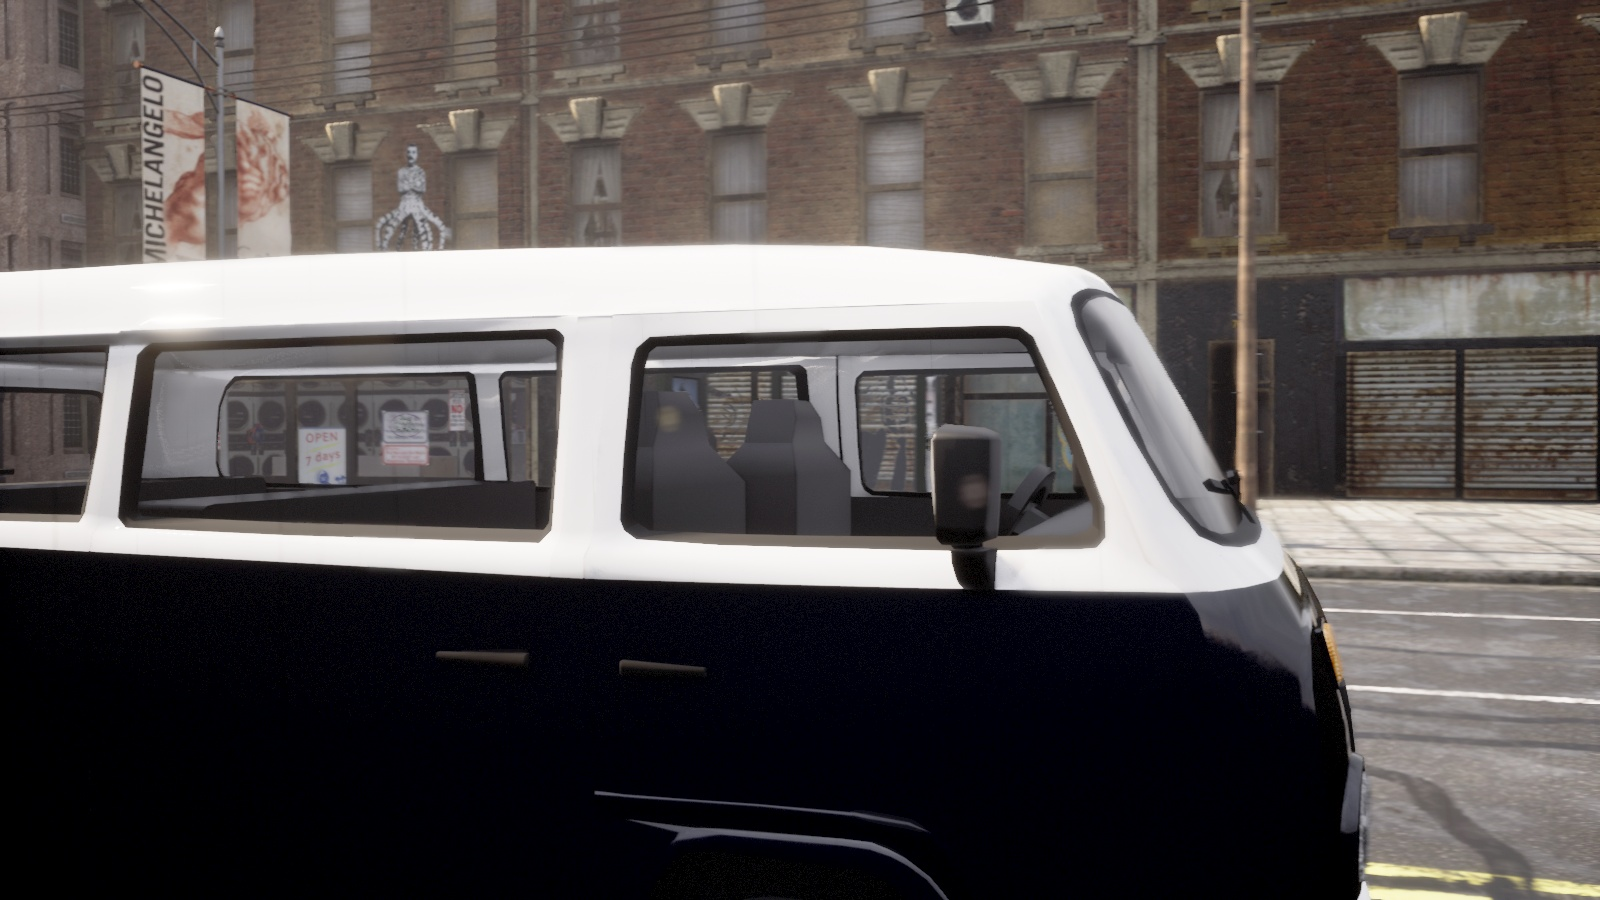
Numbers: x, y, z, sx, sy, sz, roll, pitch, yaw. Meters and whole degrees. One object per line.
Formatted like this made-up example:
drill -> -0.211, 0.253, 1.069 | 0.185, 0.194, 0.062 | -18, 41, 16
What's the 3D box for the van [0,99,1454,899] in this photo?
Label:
van -> -0.869, 0.492, 3.484 | 4.480, 2.038, 2.069 | 1, 1, 19
